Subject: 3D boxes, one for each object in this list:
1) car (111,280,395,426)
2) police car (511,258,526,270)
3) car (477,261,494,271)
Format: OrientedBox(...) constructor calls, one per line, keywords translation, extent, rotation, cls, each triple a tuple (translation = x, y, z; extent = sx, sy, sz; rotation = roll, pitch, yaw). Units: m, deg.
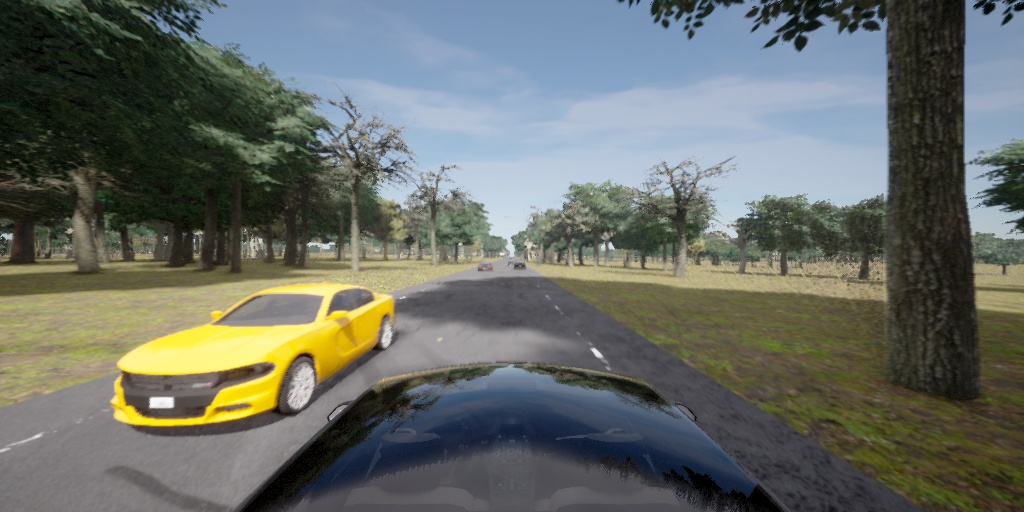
OrientedBox(translation=(-3.596, 1.231, 6.183), extent=(1.882, 1.535, 5.008), rotation=(0, 0, 0), cls="car")
OrientedBox(translation=(1.208, 1.262, 55.276), extent=(1.930, 1.638, 5.238), rotation=(0, 0, 0), cls="police car")
OrientedBox(translation=(-3.562, 1.385, 48.995), extent=(1.994, 1.385, 4.181), rotation=(0, 0, 0), cls="car")
